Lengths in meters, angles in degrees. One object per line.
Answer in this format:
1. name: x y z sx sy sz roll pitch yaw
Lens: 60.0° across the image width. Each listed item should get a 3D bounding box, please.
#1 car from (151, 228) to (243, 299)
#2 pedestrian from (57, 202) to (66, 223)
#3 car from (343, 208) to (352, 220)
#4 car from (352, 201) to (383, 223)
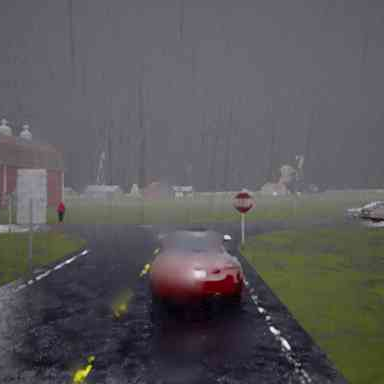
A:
1. car: 0.091 1.623 8.647 1.994 1.385 4.181 0 0 0
2. pedestrian: -11.231 1.677 28.450 0.375 1.860 0.375 0 0 4
3. car: 14.021 1.449 25.530 4.674 1.442 1.812 -1 -1 -4
4. car: 14.208 1.424 22.527 5.357 1.411 2.033 -1 -1 -3
